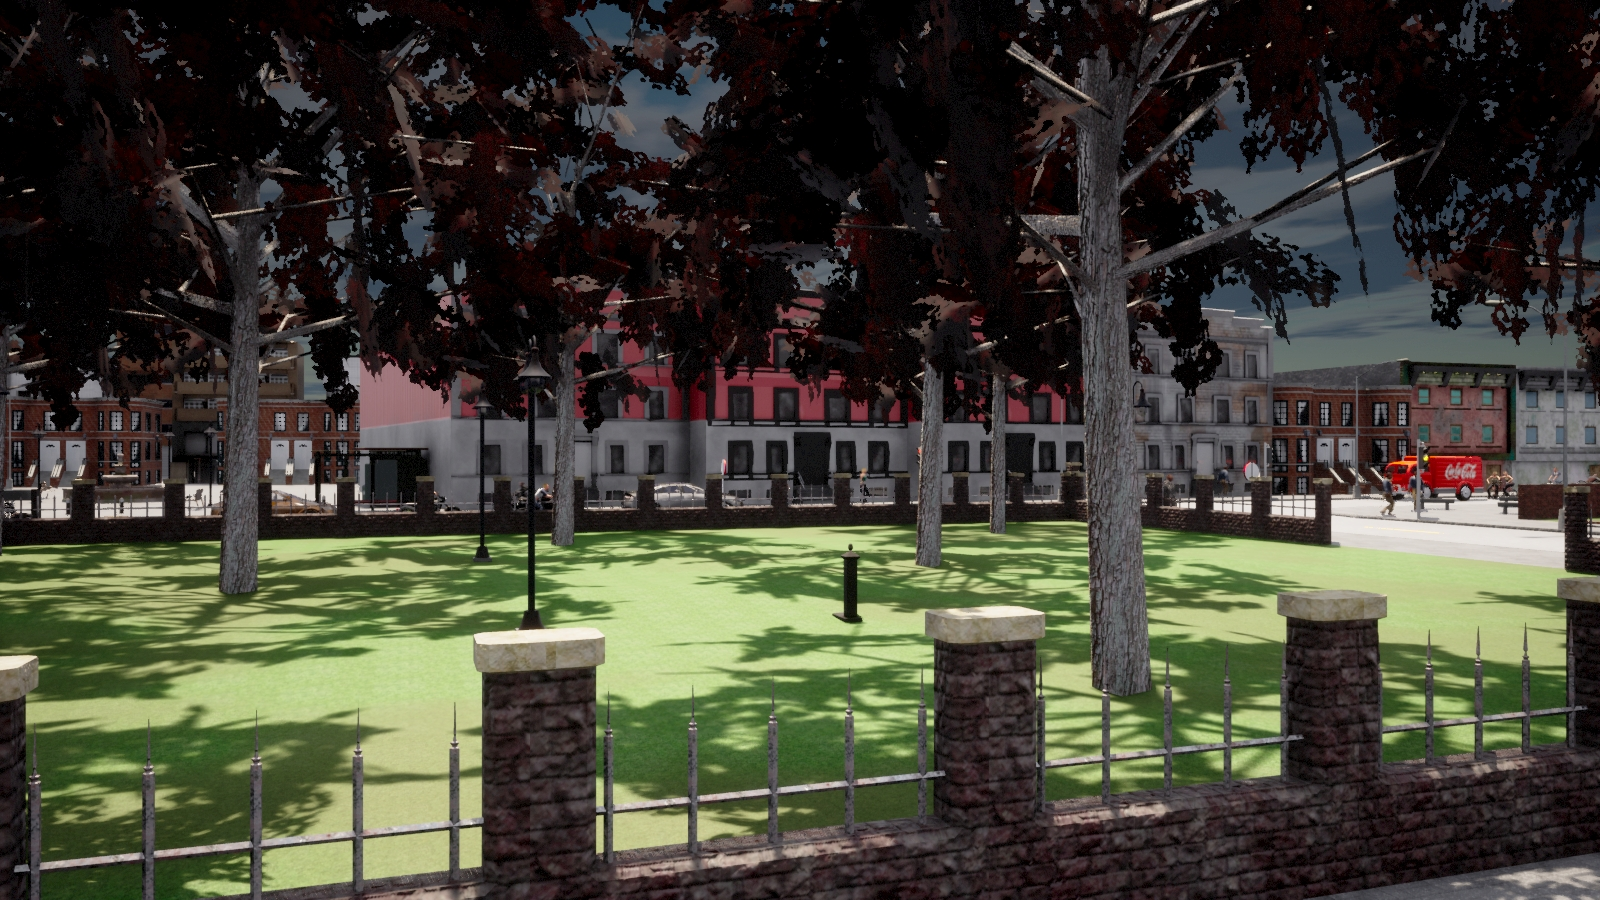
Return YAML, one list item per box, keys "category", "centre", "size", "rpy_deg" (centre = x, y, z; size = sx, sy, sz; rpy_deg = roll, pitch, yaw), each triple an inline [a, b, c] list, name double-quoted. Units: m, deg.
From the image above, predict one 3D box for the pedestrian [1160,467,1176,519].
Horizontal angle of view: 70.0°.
- category: "pedestrian"
  centre: [13.126, 1.525, 40.745]
  size: [0.375, 1.860, 0.375]
  rpy_deg: [0, 0, -20]

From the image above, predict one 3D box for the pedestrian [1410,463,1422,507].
- category: "pedestrian"
  centre: [26.754, 1.517, 49.590]
  size: [0.375, 1.860, 0.375]
  rpy_deg: [0, 0, 14]

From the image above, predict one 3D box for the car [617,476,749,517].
- category: "car"
  centre: [-4.677, 1.827, 45.707]
  size: [4.902, 1.511, 2.128]
  rpy_deg: [0, 0, -19]

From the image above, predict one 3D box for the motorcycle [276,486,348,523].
- category: "motorcycle"
  centre: [-17.611, 1.950, 41.298]
  size: [2.356, 1.277, 0.764]
  rpy_deg: [0, 0, -19]

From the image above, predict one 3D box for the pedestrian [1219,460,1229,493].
- category: "pedestrian"
  centre: [24.157, 1.523, 65.051]
  size: [0.375, 1.860, 0.375]
  rpy_deg: [0, 0, -19]

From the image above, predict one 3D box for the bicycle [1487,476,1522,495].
- category: "bicycle"
  centre: [40.458, 2.036, 65.608]
  size: [1.487, 1.080, 0.859]
  rpy_deg: [0, 0, 1]

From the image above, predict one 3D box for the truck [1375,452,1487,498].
- category: "truck"
  centre: [35.004, 1.348, 63.458]
  size: [5.204, 2.467, 2.627]
  rpy_deg: [0, 0, -19]

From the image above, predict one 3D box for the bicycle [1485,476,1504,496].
- category: "bicycle"
  centre: [39.299, 2.036, 64.656]
  size: [0.859, 1.080, 1.487]
  rpy_deg: [0, 0, 35]

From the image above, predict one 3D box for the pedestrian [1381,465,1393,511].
- category: "pedestrian"
  centre: [23.637, 1.518, 46.020]
  size: [0.375, 1.860, 0.375]
  rpy_deg: [0, 0, 35]

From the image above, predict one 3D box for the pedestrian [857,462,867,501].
- category: "pedestrian"
  centre: [2.982, 1.524, 54.877]
  size: [0.375, 1.860, 0.375]
  rpy_deg: [0, 0, 29]

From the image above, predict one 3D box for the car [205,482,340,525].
- category: "car"
  centre: [-18.776, 1.899, 40.895]
  size: [4.181, 1.385, 1.994]
  rpy_deg: [0, 0, -18]
